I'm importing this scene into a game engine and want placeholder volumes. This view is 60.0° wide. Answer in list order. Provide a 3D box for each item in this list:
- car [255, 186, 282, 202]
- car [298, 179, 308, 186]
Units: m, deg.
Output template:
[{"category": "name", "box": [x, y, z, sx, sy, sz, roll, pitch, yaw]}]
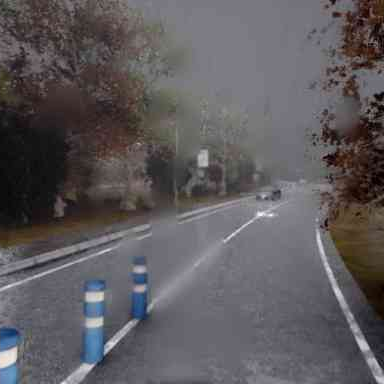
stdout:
[{"category": "car", "box": [7.687, 0.138, 33.214, 2.128, 1.511, 4.902, 0, 3, 25]}, {"category": "car", "box": [23.589, -1.968, 70.962, 1.812, 1.442, 4.674, 1, 3, 17]}]
